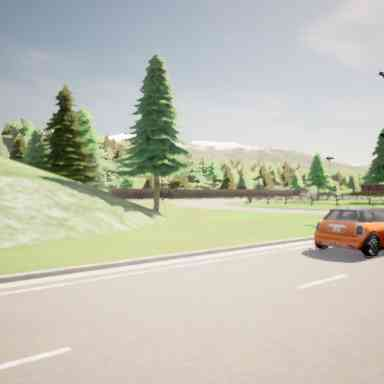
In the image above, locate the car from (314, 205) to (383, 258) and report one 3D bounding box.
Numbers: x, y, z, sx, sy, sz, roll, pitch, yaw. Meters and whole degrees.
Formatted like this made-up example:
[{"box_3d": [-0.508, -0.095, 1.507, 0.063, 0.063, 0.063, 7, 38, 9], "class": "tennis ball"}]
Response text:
[{"box_3d": [6.874, 1.350, 13.022, 4.553, 1.767, 2.097, 0, 0, -35], "class": "car"}]
